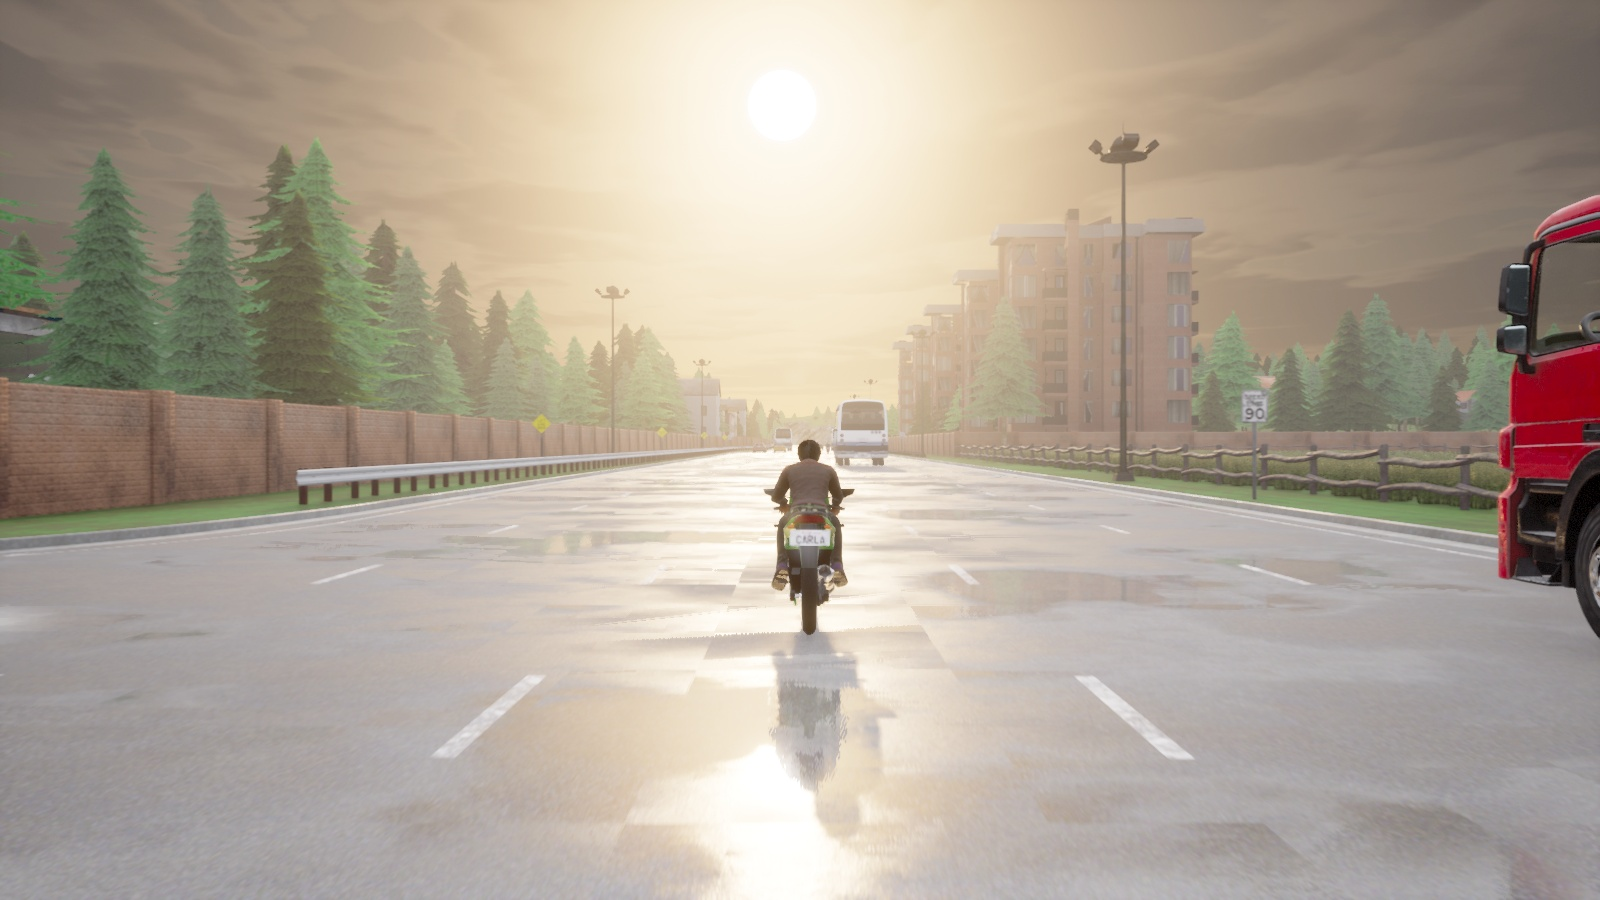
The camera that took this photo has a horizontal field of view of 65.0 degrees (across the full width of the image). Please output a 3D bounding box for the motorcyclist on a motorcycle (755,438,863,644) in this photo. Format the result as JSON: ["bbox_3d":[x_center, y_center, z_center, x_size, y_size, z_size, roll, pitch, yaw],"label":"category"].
[{"bbox_3d":[0.074,0.669,10.314,0.797,1.523,2.044,0,0,0],"label":"motorcyclist on a motorcycle"}]

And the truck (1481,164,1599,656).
[{"bbox_3d":[7.053,-0.267,6.397,2.891,3.462,7.936,0,0,0],"label":"truck"}]

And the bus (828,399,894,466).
[{"bbox_3d":[3.973,-1.118,84.918,3.944,4.253,10.273,0,0,0],"label":"bus"}]
